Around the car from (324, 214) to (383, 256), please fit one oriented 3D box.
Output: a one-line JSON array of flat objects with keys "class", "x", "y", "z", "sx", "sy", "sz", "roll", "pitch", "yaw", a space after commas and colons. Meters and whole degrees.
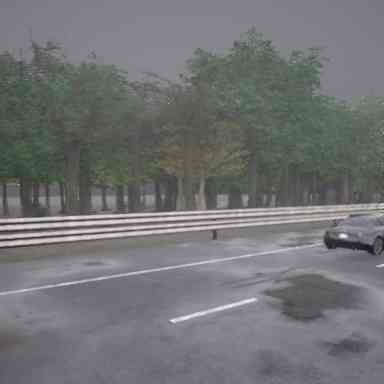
[{"class": "car", "x": 7.139, "y": 1.566, "z": 13.209, "sx": 4.181, "sy": 1.385, "sz": 1.994, "roll": 0, "pitch": 0, "yaw": -35}]
